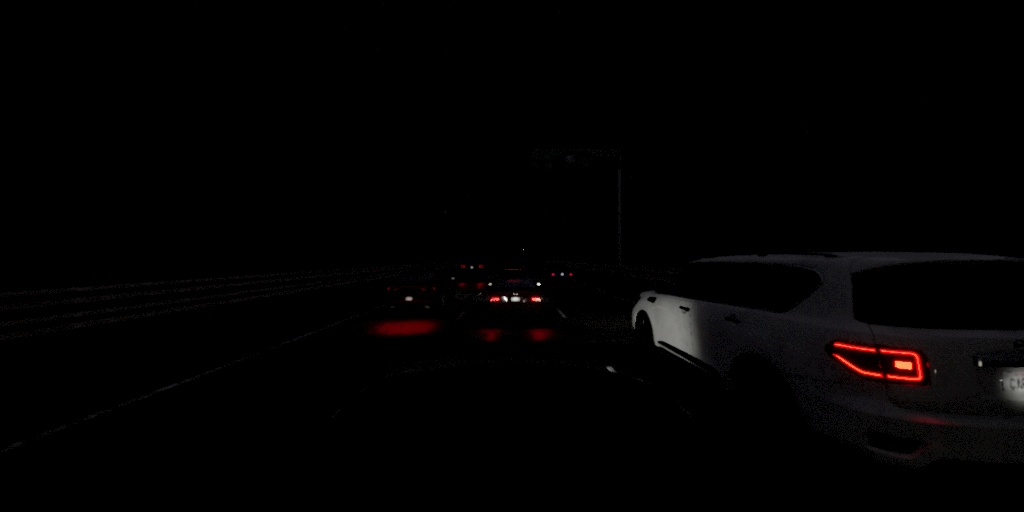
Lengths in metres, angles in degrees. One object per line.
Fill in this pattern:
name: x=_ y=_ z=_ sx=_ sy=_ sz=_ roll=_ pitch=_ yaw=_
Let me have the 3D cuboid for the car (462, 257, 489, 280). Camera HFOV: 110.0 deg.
car: x=-3.399 y=1.078 z=33.112 sx=2.150 sy=2.045 sz=5.566 roll=0 pitch=0 yaw=0

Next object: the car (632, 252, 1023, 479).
car: x=3.600 y=0.981 z=5.204 sx=2.150 sy=2.045 sz=5.566 roll=0 pitch=0 yaw=0

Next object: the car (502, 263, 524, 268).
car: x=0.102 y=1.366 z=33.914 sx=1.837 sy=1.490 sz=4.892 roll=0 pitch=0 yaw=0

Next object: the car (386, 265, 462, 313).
car: x=-3.398 y=1.264 z=14.310 sx=1.882 sy=1.535 sz=5.008 roll=0 pitch=0 yaw=0

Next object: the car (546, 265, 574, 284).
car: x=3.602 y=1.382 z=28.185 sx=2.033 sy=1.411 sz=5.357 roll=0 pitch=0 yaw=0

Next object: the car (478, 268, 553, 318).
car: x=0.100 y=1.330 z=13.062 sx=2.033 sy=1.411 sz=5.357 roll=0 pitch=0 yaw=0
